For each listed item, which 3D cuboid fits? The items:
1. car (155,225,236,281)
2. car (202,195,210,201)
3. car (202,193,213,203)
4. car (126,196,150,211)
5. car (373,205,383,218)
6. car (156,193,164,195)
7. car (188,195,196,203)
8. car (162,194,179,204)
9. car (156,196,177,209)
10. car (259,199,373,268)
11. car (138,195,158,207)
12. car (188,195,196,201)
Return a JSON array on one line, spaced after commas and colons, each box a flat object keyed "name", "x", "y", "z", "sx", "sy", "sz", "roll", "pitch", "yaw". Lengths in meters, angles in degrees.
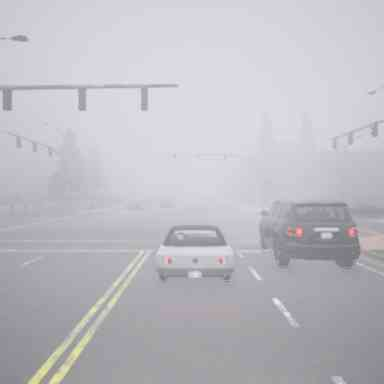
[{"name": "car", "x": 0.084, "y": 1.618, "z": 9.884, "sx": 1.895, "sy": 1.301, "sz": 4.718, "roll": 0, "pitch": 0, "yaw": 0}, {"name": "car", "x": 3.518, "y": 1.552, "z": 85.599, "sx": 1.994, "sy": 1.385, "sz": 4.181, "roll": 0, "pitch": 0, "yaw": 0}, {"name": "car", "x": 3.516, "y": 1.342, "z": 74.947, "sx": 2.150, "sy": 2.045, "sz": 5.566, "roll": 0, "pitch": 0, "yaw": 0}, {"name": "car", "x": -7.129, "y": 1.620, "z": 42.925, "sx": 2.033, "sy": 1.411, "sz": 5.357, "roll": 0, "pitch": 0, "yaw": 2}, {"name": "car", "x": 14.939, "y": 1.652, "z": 30.065, "sx": 4.718, "sy": 1.301, "sz": 1.895, "roll": 0, "pitch": 0, "yaw": 0}, {"name": "car", "x": -6.984, "y": 1.349, "z": 73.465, "sx": 2.150, "sy": 2.045, "sz": 5.566, "roll": 0, "pitch": 0, "yaw": 0}, {"name": "car", "x": 0.016, "y": 1.641, "z": 75.291, "sx": 1.812, "sy": 1.442, "sz": 4.674, "roll": 0, "pitch": 0, "yaw": 0}, {"name": "car", "x": -3.569, "y": 1.600, "z": 56.325, "sx": 1.837, "sy": 1.490, "sz": 4.892, "roll": 0, "pitch": 0, "yaw": -1}, {"name": "car", "x": -3.576, "y": 1.644, "z": 47.608, "sx": 1.994, "sy": 1.385, "sz": 4.181, "roll": 0, "pitch": 0, "yaw": 0}, {"name": "car", "x": 3.725, "y": 1.243, "z": 11.507, "sx": 2.150, "sy": 2.045, "sz": 5.566, "roll": 0, "pitch": 0, "yaw": 3}, {"name": "car", "x": -7.071, "y": 1.637, "z": 52.996, "sx": 2.033, "sy": 1.411, "sz": 5.357, "roll": 0, "pitch": 0, "yaw": 0}, {"name": "car", "x": 0.018, "y": 1.524, "z": 85.600, "sx": 1.812, "sy": 1.442, "sz": 4.674, "roll": 0, "pitch": 0, "yaw": 0}]
